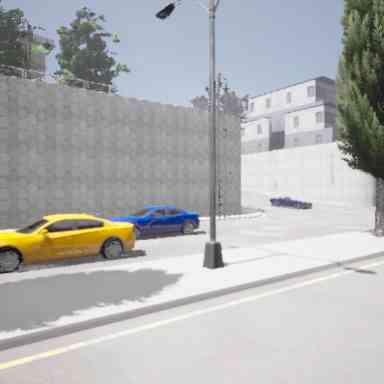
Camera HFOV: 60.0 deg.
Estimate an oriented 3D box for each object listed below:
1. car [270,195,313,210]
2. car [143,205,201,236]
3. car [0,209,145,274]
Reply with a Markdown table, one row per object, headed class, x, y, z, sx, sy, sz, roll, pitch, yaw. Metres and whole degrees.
| class | x | y | z | sx | sy | sz | roll | pitch | yaw |
| --- | --- | --- | --- | --- | --- | --- | --- | --- | --- |
| car | 10.921 | 1.106 | 36.640 | 1.895 | 1.301 | 4.718 | 0 | 5 | -33 |
| car | -1.890 | 1.450 | 16.803 | 5.008 | 1.535 | 1.882 | 0 | 0 | -36 |
| car | -4.282 | 1.475 | 10.778 | 5.008 | 1.535 | 1.882 | 0 | 0 | -36 |
